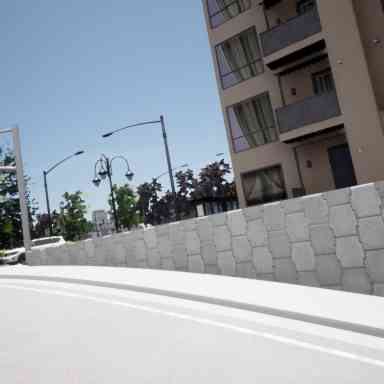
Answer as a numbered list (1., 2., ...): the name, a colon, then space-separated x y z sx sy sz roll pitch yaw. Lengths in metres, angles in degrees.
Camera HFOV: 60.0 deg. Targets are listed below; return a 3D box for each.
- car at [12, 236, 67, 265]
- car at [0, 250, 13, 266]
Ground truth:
1. car: -14.121 5.314 30.276 2.150 2.045 5.566 -14 -8 35
2. car: -15.385 4.867 22.446 2.128 1.511 4.902 -15 -8 38
